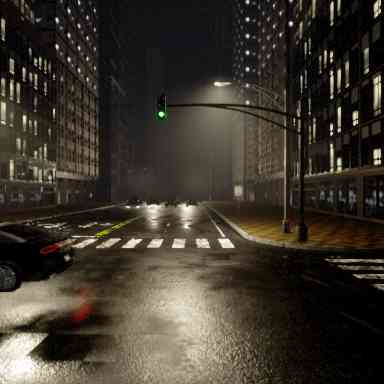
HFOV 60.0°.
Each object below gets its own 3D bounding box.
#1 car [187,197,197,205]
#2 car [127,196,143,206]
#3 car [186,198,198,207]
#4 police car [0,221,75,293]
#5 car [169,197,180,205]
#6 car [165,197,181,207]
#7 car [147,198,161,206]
[{"bbox_3d":[0.012,1.709,63.122,1.895,1.301,4.718,0,0,0],"label":"car"},{"bbox_3d":[-9.739,1.438,56.874,2.097,1.767,4.553,0,0,0],"label":"car"},{"bbox_3d":[0.010,1.620,52.674,2.033,1.411,5.357,0,0,0],"label":"car"},{"bbox_3d":[-5.655,1.425,8.298,5.238,1.638,1.930,0,0,2],"label":"police car"},{"bbox_3d":[-3.238,1.670,62.676,1.994,1.385,4.181,0,0,0],"label":"car"},{"bbox_3d":[-3.240,1.619,52.258,2.033,1.411,5.357,0,0,0],"label":"car"},{"bbox_3d":[-6.489,1.650,56.843,1.994,1.385,4.181,0,0,0],"label":"car"}]
